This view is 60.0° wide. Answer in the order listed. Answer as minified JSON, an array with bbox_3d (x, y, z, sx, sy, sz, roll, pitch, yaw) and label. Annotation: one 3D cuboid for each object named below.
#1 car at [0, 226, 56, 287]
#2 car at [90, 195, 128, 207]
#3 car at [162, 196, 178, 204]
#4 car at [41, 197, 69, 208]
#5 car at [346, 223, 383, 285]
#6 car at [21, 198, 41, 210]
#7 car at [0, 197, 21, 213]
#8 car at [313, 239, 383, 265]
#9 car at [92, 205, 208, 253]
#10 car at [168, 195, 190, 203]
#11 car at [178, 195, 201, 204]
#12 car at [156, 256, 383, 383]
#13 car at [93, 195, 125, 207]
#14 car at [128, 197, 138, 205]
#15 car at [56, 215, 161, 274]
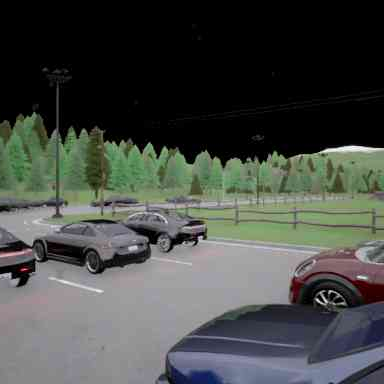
[{"bbox_3d":[-5.721,1.491,8.074,4.902,1.511,2.128,0,0,36],"label":"car"},{"bbox_3d":[-11.935,1.477,46.755,1.882,1.535,5.008,0,0,36],"label":"car"},{"bbox_3d":[-3.418,1.547,64.113,2.033,1.411,5.357,0,0,37],"label":"car"},{"bbox_3d":[-20.079,1.504,47.459,1.837,1.490,4.892,0,0,36],"label":"car"},{"bbox_3d":[6.443,1.601,7.970,4.718,1.301,1.895,0,0,36],"label":"car"},{"bbox_3d":[-21.208,1.492,39.706,2.128,1.511,4.902,0,0,34],"label":"car"},{"bbox_3d":[-20.662,1.351,34.118,2.097,1.767,4.553,0,0,33],"label":"car"},{"bbox_3d":[3.983,1.352,5.426,4.553,1.767,2.097,0,0,36],"label":"car"},{"bbox_3d":[-1.647,1.491,13.766,4.902,1.511,2.128,0,0,36],"label":"car"},{"bbox_3d":[-2.728,1.500,70.848,1.837,1.490,4.892,0,0,36],"label":"car"},{"bbox_3d":[-0.077,1.525,62.770,1.812,1.442,4.674,0,0,37],"label":"car"},{"bbox_3d":[2.268,1.547,2.355,5.357,1.411,2.033,0,0,36],"label":"car"},{"bbox_3d":[-12.800,1.352,51.480,2.097,1.767,4.553,0,0,36],"label":"car"},{"bbox_3d":[-11.936,1.547,58.532,2.033,1.411,5.357,0,0,37],"label":"car"},{"bbox_3d":[-3.291,1.564,10.633,4.181,1.385,1.994,0,0,36],"label":"car"}]
